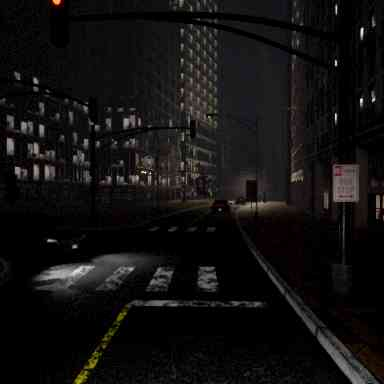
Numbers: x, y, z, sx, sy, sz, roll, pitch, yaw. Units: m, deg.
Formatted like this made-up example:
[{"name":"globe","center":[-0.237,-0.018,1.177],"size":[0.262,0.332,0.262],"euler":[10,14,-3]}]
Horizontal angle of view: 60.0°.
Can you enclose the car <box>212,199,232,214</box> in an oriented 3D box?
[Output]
[{"name":"car","center":[3.310,1.576,36.964],"size":[1.837,1.490,4.892],"euler":[0,0,9]}]

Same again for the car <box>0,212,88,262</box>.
[{"name":"car","center":[-5.914,1.487,12.039],"size":[4.674,1.442,1.812],"euler":[1,0,28]}]

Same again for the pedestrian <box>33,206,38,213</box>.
[{"name":"pedestrian","center":[-9.371,1.345,19.865],"size":[0.500,1.100,0.500],"euler":[0,0,17]}]

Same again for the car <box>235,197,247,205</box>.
[{"name":"car","center":[9.542,1.736,64.347],"size":[1.837,1.490,4.892],"euler":[0,0,16]}]
